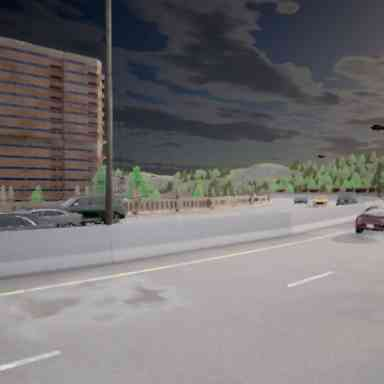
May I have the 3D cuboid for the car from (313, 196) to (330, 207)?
[{"bbox_3d":[18.423,1.284,47.291,1.882,1.535,5.008,0,0,27],"label":"car"}]

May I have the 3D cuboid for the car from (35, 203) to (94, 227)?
[{"bbox_3d":[-7.632,1.507,15.961,4.902,1.511,2.128,0,0,-38],"label":"car"}]

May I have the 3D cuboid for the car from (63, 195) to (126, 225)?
[{"bbox_3d":[-6.889,1.223,20.949,5.566,2.045,2.150,0,0,-40],"label":"car"}]

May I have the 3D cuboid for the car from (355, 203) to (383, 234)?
[{"bbox_3d":[10.099,1.436,17.430,1.812,1.442,4.674,0,0,45],"label":"car"}]

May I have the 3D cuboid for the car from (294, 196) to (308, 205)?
[{"bbox_3d":[18.122,1.358,54.963,1.994,1.385,4.181,0,0,23],"label":"car"}]

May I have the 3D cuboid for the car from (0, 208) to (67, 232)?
[{"bbox_3d":[-7.311,1.526,11.822,4.892,1.490,1.837,0,0,-37],"label":"car"}]

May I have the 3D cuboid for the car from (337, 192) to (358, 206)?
[{"bbox_3d":[20.167,1.026,43.059,2.150,2.045,5.566,0,0,29],"label":"car"}]
